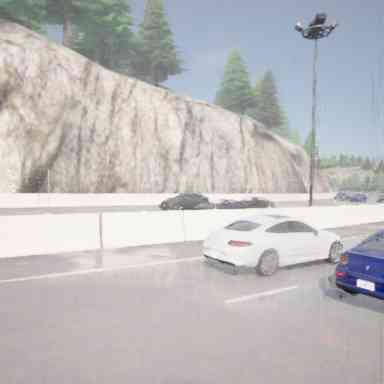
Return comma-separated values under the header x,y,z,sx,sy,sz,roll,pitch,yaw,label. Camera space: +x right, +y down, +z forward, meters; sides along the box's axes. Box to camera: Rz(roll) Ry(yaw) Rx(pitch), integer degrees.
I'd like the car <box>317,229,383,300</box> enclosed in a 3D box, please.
x,y,z,sx,sy,sz,roll,pitch,yaw,label
4.977,1.489,7.158,4.674,1.442,1.812,1,1,-34,car

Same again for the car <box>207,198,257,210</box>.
x,y,z,sx,sy,sz,roll,pitch,yaw,label
2.044,1.163,22.498,4.181,1.385,1.994,0,1,-37,car

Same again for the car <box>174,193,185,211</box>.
x,y,z,sx,sy,sz,roll,pitch,yaw,label
-0.735,0.971,29.149,4.181,1.385,1.994,0,1,-37,car

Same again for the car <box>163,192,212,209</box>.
x,y,z,sx,sy,sz,roll,pitch,yaw,label
-0.381,0.829,33.828,4.892,1.490,1.837,0,2,-38,car

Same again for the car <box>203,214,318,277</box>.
x,y,z,sx,sy,sz,roll,pitch,yaw,label
2.492,1.383,9.697,4.674,1.442,1.812,1,1,-34,car
